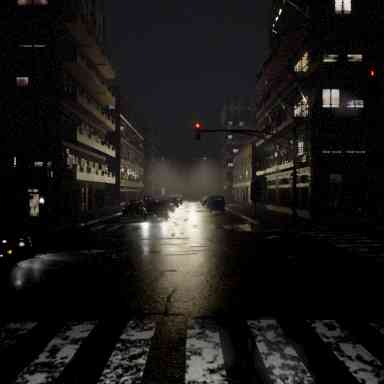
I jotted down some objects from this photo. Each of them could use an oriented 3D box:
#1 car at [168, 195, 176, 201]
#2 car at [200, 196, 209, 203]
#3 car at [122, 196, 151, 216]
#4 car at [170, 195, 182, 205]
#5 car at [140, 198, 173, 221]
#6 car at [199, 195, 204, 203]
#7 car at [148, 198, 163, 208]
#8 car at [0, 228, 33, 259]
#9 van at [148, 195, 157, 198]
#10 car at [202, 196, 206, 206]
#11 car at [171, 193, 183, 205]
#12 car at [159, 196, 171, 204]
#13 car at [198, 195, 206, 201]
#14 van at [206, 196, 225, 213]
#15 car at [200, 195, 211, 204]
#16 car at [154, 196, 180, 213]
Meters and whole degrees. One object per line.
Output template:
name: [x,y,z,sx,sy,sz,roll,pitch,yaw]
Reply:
car: [-5.233,1.512,87.735,2.008,1.369,4.403,0,0,0]
car: [2.632,1.520,70.983,1.887,1.381,4.507,0,0,0]
car: [-5.414,1.432,31.920,1.967,1.590,4.097,0,0,0]
car: [-2.795,1.512,46.948,1.812,1.442,4.674,0,0,0]
car: [-2.812,1.519,27.390,1.812,1.442,4.674,0,0,-1]
car: [2.619,1.550,54.239,1.947,1.339,4.313,0,0,0]
car: [-5.317,1.568,48.665,1.802,1.307,4.206,0,0,0]
car: [-7.853,1.654,11.476,4.181,1.385,1.994,-1,0,0]
van: [-5.369,1.329,43.084,1.690,1.788,3.998,0,0,0]
car: [2.701,1.533,43.077,1.887,1.381,4.507,0,0,0]
car: [-2.747,1.204,57.591,2.150,2.045,5.566,0,0,1]
car: [-5.253,1.523,65.409,1.887,1.381,4.507,0,0,0]
car: [2.648,1.527,87.728,1.947,1.339,4.313,0,0,0]
van: [2.730,1.331,36.873,1.690,1.788,3.998,0,0,0]
car: [2.627,1.419,65.401,1.967,1.590,4.097,0,0,0]
car: [-2.814,1.537,37.036,2.033,1.411,5.357,0,0,0]
